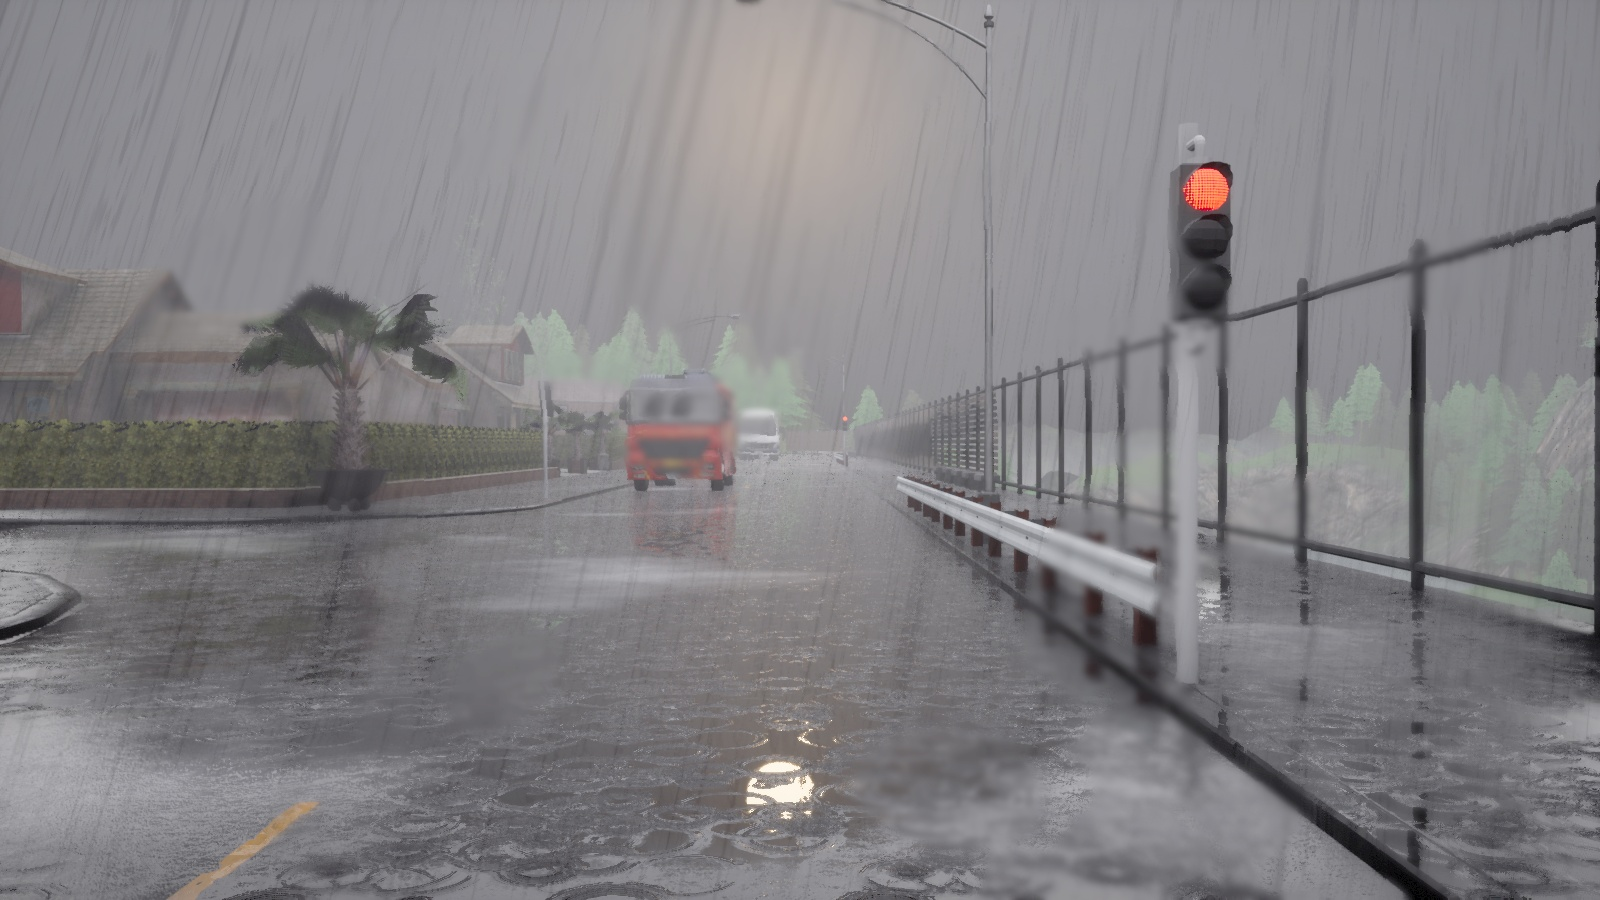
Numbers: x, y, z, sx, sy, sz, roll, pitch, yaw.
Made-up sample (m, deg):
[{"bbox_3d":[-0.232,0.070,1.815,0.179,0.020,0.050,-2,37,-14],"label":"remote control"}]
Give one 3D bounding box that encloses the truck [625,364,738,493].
[{"bbox_3d":[-3.747,-0.656,41.568,2.891,3.827,8.468,0,0,0],"label":"truck"}]
